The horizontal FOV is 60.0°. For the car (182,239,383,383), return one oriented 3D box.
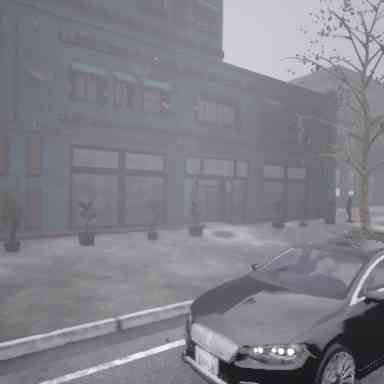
[{"bbox_3d":[2.145,1.516,4.915,4.902,1.511,2.128,0,0,-36],"label":"car"}]
